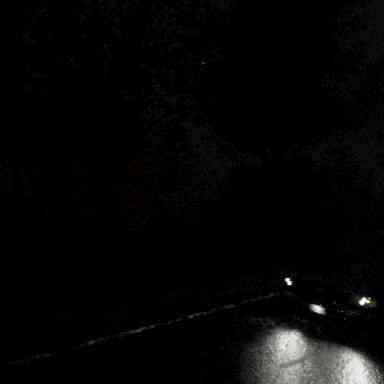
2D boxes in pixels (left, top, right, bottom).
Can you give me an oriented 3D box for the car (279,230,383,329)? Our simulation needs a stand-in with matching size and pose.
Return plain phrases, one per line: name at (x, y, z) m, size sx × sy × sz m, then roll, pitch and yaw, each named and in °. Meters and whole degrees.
car at (4.249, 1.548, 7.029) m, size 5.357 × 1.411 × 2.033 m, roll 0°, pitch 0°, yaw -35°
